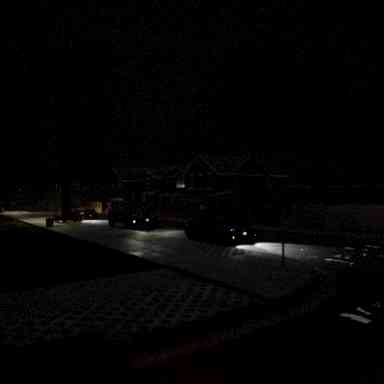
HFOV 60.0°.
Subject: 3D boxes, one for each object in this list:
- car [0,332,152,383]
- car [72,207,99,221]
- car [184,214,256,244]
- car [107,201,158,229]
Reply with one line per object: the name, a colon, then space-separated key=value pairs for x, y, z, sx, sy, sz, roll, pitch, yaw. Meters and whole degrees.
car: x=-2.291 y=1.601 z=1.311 sx=4.718 sy=1.301 sz=1.895 roll=0 pitch=0 yaw=-36
car: x=-11.434 y=2.276 z=35.439 sx=1.994 sy=1.385 sz=4.181 roll=0 pitch=-1 yaw=-35
car: x=1.378 y=1.844 z=17.501 sx=1.994 sy=1.385 sz=4.181 roll=0 pitch=-1 yaw=-35
car: x=-4.821 y=1.716 z=26.159 sx=2.150 sy=2.045 sz=5.566 roll=0 pitch=-1 yaw=-36
